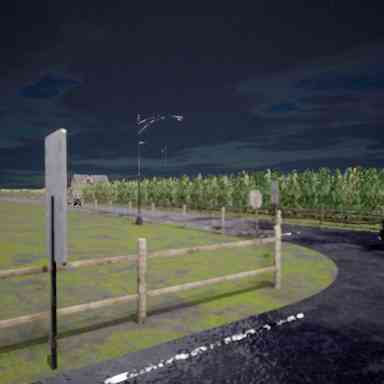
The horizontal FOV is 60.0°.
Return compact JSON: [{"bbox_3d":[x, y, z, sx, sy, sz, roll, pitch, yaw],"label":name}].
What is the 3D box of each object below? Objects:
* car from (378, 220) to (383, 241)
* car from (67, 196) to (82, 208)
[{"bbox_3d":[9.253,1.507,11.613,2.128,1.511,4.902,-1,1,-37],"label":"car"},{"bbox_3d":[-16.973,1.333,46.915,2.033,1.411,5.357,-1,1,-37],"label":"car"}]
